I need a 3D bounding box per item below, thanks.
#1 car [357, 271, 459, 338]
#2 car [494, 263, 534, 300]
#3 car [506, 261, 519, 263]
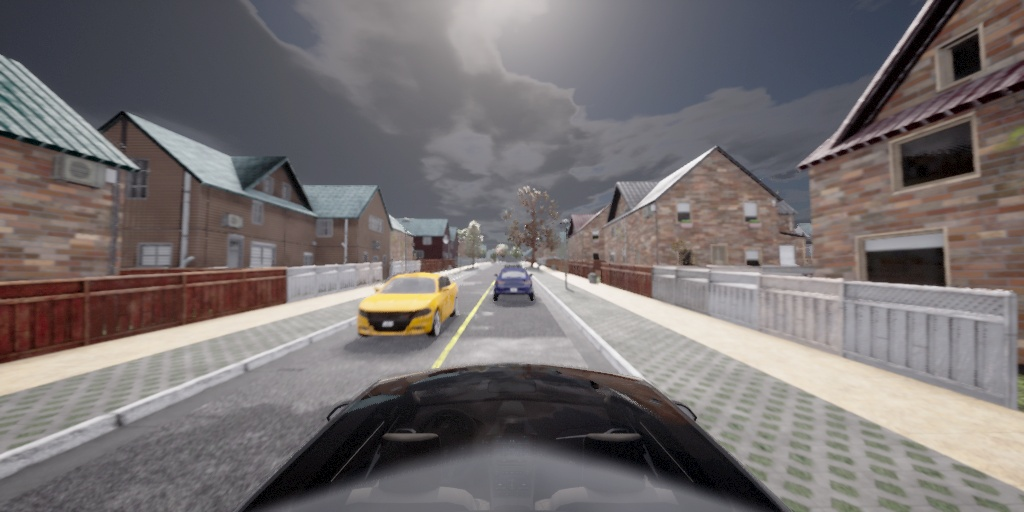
[{"bbox_3d":[-2.752,1.233,10.457,1.882,1.535,5.008,0,0,0],"label":"car"},{"bbox_3d":[0.084,1.282,17.668,1.812,1.442,4.674,0,0,0],"label":"car"},{"bbox_3d":[0.083,1.277,36.871,1.837,1.490,4.892,0,0,0],"label":"car"}]
